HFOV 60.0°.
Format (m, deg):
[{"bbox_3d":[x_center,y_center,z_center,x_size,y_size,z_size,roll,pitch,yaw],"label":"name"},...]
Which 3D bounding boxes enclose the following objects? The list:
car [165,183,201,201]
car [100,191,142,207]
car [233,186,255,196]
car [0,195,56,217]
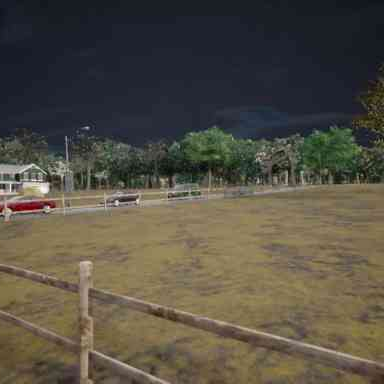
[{"bbox_3d":[-1.071,-0.034,42.864,2.150,2.045,5.566,-3,1,36],"label":"car"},{"bbox_3d":[-7.240,0.663,34.208,1.837,1.490,4.892,-3,1,36],"label":"car"},{"bbox_3d":[7.893,-0.246,50.363,1.994,1.385,4.181,-3,1,36],"label":"car"},{"bbox_3d":[-13.172,1.026,25.891,1.882,1.535,5.008,-3,1,35],"label":"car"}]
